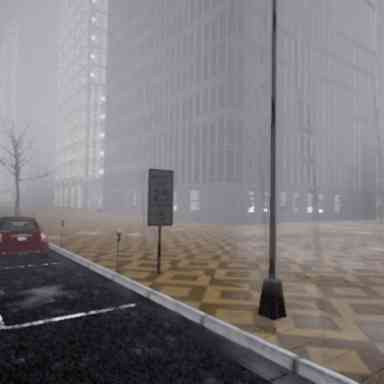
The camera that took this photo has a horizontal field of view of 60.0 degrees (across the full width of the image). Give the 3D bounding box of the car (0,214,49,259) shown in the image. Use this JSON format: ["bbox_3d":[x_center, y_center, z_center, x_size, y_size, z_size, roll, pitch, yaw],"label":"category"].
[{"bbox_3d":[-7.026,1.651,13.048,1.967,1.590,4.097,3,-2,-36],"label":"car"}]
